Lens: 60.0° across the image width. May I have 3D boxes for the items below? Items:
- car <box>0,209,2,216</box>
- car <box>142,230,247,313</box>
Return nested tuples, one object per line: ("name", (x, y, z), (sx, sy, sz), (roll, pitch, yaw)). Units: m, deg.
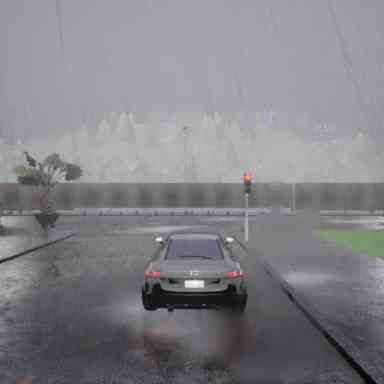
("car", (-17.455, 1.221, 25.051), (5.566, 2.045, 2.150), (0, 0, 0))
("car", (0.053, 1.564, 7.771), (1.994, 1.385, 4.181), (0, 0, 0))
